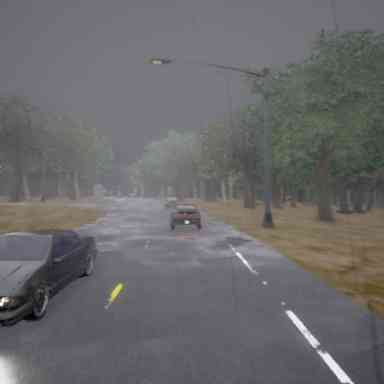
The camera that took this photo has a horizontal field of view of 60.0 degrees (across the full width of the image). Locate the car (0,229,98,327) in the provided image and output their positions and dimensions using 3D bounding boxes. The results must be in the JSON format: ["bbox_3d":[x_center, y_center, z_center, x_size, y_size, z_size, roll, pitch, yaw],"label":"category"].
[{"bbox_3d":[-3.626,1.597,7.609,2.033,1.411,5.357,-1,0,-1],"label":"car"}]

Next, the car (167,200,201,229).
[{"bbox_3d":[-0.496,1.501,21.504,1.837,1.490,4.892,0,-1,-5],"label":"car"}]

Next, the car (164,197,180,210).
[{"bbox_3d":[-2.490,1.357,41.809,1.812,1.442,4.674,-4,0,-5],"label":"car"}]

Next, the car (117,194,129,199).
[{"bbox_3d":[-19.284,1.150,90.515,1.895,1.301,4.718,-1,1,-20],"label":"car"}]
